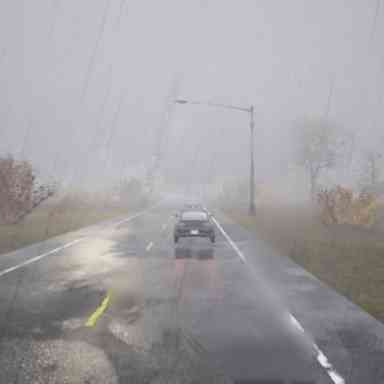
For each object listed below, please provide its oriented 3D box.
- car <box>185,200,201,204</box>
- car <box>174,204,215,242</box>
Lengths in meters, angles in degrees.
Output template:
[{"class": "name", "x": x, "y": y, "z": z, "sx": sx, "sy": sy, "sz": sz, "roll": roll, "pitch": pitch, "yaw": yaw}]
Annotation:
[{"class": "car", "x": 0.099, "y": 1.510, "z": 34.293, "sx": 2.033, "sy": 1.411, "sz": 5.357, "roll": 0, "pitch": 0, "yaw": 0}, {"class": "car", "x": 0.113, "y": 1.515, "z": 16.302, "sx": 1.812, "sy": 1.442, "sz": 4.674, "roll": 0, "pitch": 0, "yaw": 0}]
